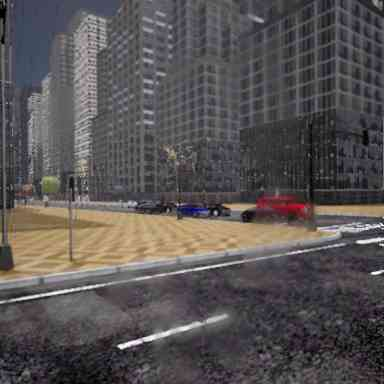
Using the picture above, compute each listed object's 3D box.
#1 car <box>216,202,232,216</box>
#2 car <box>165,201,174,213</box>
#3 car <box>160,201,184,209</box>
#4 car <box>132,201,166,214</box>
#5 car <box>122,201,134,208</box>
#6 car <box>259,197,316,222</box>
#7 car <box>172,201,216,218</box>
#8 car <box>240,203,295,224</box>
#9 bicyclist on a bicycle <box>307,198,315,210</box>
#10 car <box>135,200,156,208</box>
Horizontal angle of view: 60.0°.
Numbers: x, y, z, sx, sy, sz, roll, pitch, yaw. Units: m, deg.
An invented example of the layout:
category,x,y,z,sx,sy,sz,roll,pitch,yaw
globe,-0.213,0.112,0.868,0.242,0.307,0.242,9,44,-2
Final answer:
category,x,y,z,sx,sy,sz,roll,pitch,yaw
car,2.496,1.934,38.032,1.837,1.490,4.892,-1,-1,-35
car,-3.346,2.093,46.329,1.837,1.490,4.892,-1,-1,-35
car,-3.588,2.277,58.098,1.895,1.301,4.718,-1,-1,-35
car,-5.770,2.215,44.125,1.895,1.301,4.718,-1,0,-35
car,-11.992,2.391,64.371,1.812,1.442,4.674,-1,-1,-35
car,8.274,1.493,29.833,2.150,2.045,5.566,-1,-1,-35
car,0.141,1.979,35.729,1.812,1.442,4.674,-1,-1,-35
car,5.939,1.859,27.508,1.994,1.385,4.181,-1,-1,-35
bicyclist on a bicycle,14.332,1.541,40.071,1.656,1.620,0.582,-1,0,-35
car,-9.337,2.325,66.245,2.128,1.511,4.902,-1,-1,-35
